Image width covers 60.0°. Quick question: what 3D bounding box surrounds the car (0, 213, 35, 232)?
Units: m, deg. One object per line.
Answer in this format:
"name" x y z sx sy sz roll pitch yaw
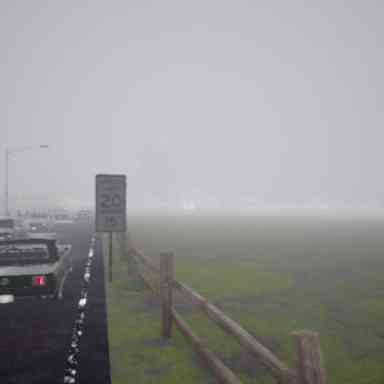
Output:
"car" -9.300 1.976 16.320 1.837 1.490 4.892 0 -2 -15

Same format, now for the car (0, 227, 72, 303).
"car" -4.178 1.832 8.532 1.895 1.301 4.718 0 -2 -16

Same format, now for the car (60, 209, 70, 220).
"car" -16.161 2.787 41.320 1.994 1.385 4.181 0 -2 -16

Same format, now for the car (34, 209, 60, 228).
"car" -12.160 2.326 26.609 2.033 1.411 5.357 0 -2 -16

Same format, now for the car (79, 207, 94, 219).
"car" -14.998 2.906 47.434 1.837 1.490 4.892 0 -2 -15

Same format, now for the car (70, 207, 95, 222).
"car" -12.250 2.655 37.727 2.033 1.411 5.357 0 -2 -15
